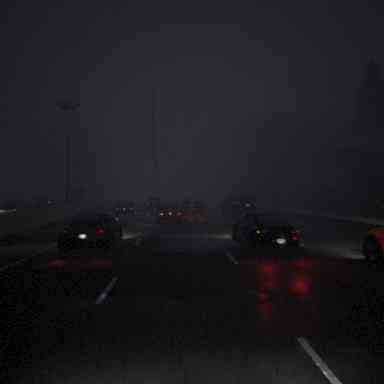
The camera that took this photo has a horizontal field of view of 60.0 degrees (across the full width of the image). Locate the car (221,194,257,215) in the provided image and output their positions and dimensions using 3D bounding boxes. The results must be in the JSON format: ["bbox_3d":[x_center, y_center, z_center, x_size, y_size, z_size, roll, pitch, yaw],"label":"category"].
[{"bbox_3d":[4.323,1.230,31.209,2.150,2.045,5.566,0,0,-9],"label":"car"}]

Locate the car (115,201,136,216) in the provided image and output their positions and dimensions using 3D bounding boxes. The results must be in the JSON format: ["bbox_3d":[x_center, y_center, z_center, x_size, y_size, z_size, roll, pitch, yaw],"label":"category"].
[{"bbox_3d":[-6.454,1.574,32.029,2.033,1.411,5.357,0,0,-10],"label":"car"}]

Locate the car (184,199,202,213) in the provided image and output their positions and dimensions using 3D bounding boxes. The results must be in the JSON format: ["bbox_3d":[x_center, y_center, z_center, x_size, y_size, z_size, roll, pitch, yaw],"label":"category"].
[{"bbox_3d":[-0.192,1.510,36.306,2.128,1.511,4.902,0,0,-11],"label":"car"}]

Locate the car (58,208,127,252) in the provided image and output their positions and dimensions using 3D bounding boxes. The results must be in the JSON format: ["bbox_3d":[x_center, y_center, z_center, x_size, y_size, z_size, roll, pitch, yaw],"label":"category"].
[{"bbox_3d":[-4.125,1.578,14.049,1.994,1.385,4.181,0,0,-5],"label":"car"}]

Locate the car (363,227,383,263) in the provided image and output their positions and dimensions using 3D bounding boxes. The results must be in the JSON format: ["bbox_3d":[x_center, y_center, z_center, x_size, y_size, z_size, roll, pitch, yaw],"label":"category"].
[{"bbox_3d":[6.725,1.346,9.091,2.097,1.767,4.553,0,0,-3],"label":"car"}]

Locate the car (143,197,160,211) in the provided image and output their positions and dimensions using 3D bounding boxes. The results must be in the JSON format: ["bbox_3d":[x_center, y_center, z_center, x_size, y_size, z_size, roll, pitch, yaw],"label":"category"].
[{"bbox_3d":[-4.945,1.380,41.670,2.097,1.767,4.553,0,0,-13],"label":"car"}]

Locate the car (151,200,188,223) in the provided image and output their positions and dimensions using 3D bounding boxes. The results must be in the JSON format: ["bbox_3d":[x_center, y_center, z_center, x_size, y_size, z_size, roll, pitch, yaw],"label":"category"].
[{"bbox_3d":[-1.852,1.563,25.437,2.033,1.411,5.357,0,0,-8],"label":"car"}]

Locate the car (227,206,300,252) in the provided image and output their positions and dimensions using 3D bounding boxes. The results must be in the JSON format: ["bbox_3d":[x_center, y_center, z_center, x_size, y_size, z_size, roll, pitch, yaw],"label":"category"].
[{"bbox_3d":[2.921,1.528,13.847,1.812,1.442,4.674,0,0,-4],"label":"car"}]
